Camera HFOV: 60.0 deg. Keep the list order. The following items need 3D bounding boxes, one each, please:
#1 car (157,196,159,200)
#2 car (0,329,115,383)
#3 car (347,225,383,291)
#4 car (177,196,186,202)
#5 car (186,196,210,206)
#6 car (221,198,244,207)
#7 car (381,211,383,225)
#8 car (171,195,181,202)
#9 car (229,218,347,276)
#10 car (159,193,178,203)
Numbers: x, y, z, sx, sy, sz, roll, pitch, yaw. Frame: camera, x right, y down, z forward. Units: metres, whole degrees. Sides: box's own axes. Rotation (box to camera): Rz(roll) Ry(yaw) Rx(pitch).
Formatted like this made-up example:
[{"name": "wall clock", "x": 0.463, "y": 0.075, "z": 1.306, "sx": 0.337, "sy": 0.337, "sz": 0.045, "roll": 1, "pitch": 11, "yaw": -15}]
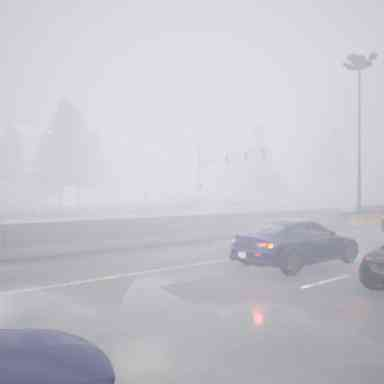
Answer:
[{"name": "car", "x": -8.012, "y": 1.665, "z": 85.509, "sx": 1.895, "sy": 1.301, "sz": 4.718, "roll": 0, "pitch": 0, "yaw": -10}, {"name": "car", "x": -2.708, "y": 1.524, "z": 1.772, "sx": 4.674, "sy": 1.442, "sz": 1.812, "roll": 0, "pitch": 0, "yaw": -36}, {"name": "car", "x": 5.815, "y": 1.578, "z": 7.857, "sx": 4.181, "sy": 1.385, "sz": 1.994, "roll": 0, "pitch": 0, "yaw": -35}, {"name": "car", "x": -0.710, "y": 1.611, "z": 69.438, "sx": 2.033, "sy": 1.411, "sz": 5.357, "roll": 0, "pitch": 0, "yaw": -21}, {"name": "car", "x": 1.260, "y": 1.559, "z": 56.144, "sx": 1.837, "sy": 1.490, "sz": 4.892, "roll": 0, "pitch": 0, "yaw": -27}, {"name": "car", "x": 6.594, "y": 1.622, "z": 53.887, "sx": 1.994, "sy": 1.385, "sz": 4.181, "roll": 0, "pitch": 0, "yaw": -30}, {"name": "car", "x": 11.330, "y": 1.252, "z": 16.050, "sx": 5.566, "sy": 2.045, "sz": 2.150, "roll": 0, "pitch": 0, "yaw": -35}, {"name": "car", "x": -4.085, "y": 1.550, "z": 82.844, "sx": 1.882, "sy": 1.535, "sz": 5.008, "roll": 0, "pitch": 0, "yaw": -10}, {"name": "car", "x": 3.237, "y": 1.540, "z": 10.320, "sx": 4.674, "sy": 1.442, "sz": 1.812, "roll": 0, "pitch": 0, "yaw": -35}, {"name": "car", "x": -4.770, "y": 1.285, "z": 70.448, "sx": 2.150, "sy": 2.045, "sz": 5.566, "roll": 0, "pitch": 0, "yaw": -17}]
